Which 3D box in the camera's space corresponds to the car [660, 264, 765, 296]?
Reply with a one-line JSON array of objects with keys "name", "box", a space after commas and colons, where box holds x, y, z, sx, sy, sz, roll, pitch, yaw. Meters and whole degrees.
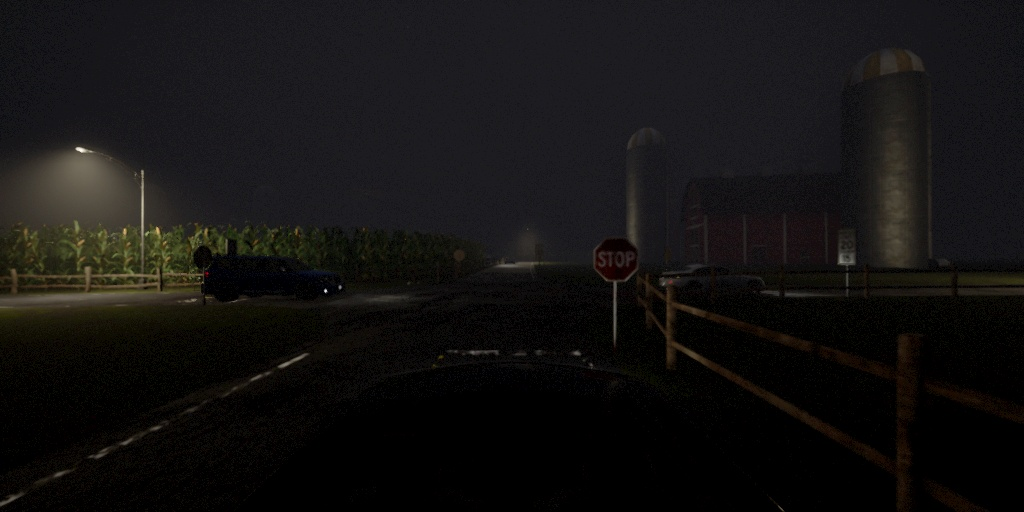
[{"name": "car", "box": [9.601, 1.102, 17.359, 4.674, 1.442, 1.812, 0, 0, -2]}]

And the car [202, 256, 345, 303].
[{"name": "car", "box": [-10.647, 1.038, 16.272, 5.566, 2.045, 2.150, 1, -1, -4]}]
